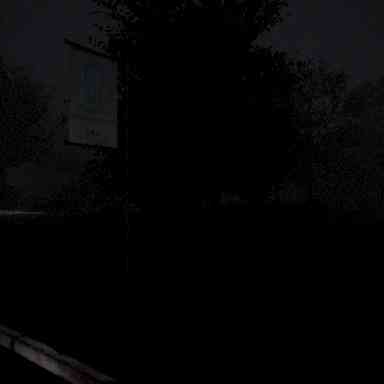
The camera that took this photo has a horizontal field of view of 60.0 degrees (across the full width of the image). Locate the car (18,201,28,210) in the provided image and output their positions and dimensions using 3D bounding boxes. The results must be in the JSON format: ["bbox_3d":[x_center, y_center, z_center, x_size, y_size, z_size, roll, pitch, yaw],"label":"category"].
[{"bbox_3d":[-18.930,1.476,41.234,2.128,1.511,4.902,0,0,39],"label":"car"}]

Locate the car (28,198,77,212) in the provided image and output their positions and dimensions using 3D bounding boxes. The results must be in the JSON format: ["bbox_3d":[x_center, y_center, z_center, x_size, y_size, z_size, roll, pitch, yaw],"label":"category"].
[{"bbox_3d":[-16.101,1.463,39.165,1.882,1.535,5.008,0,0,39],"label":"car"}]
